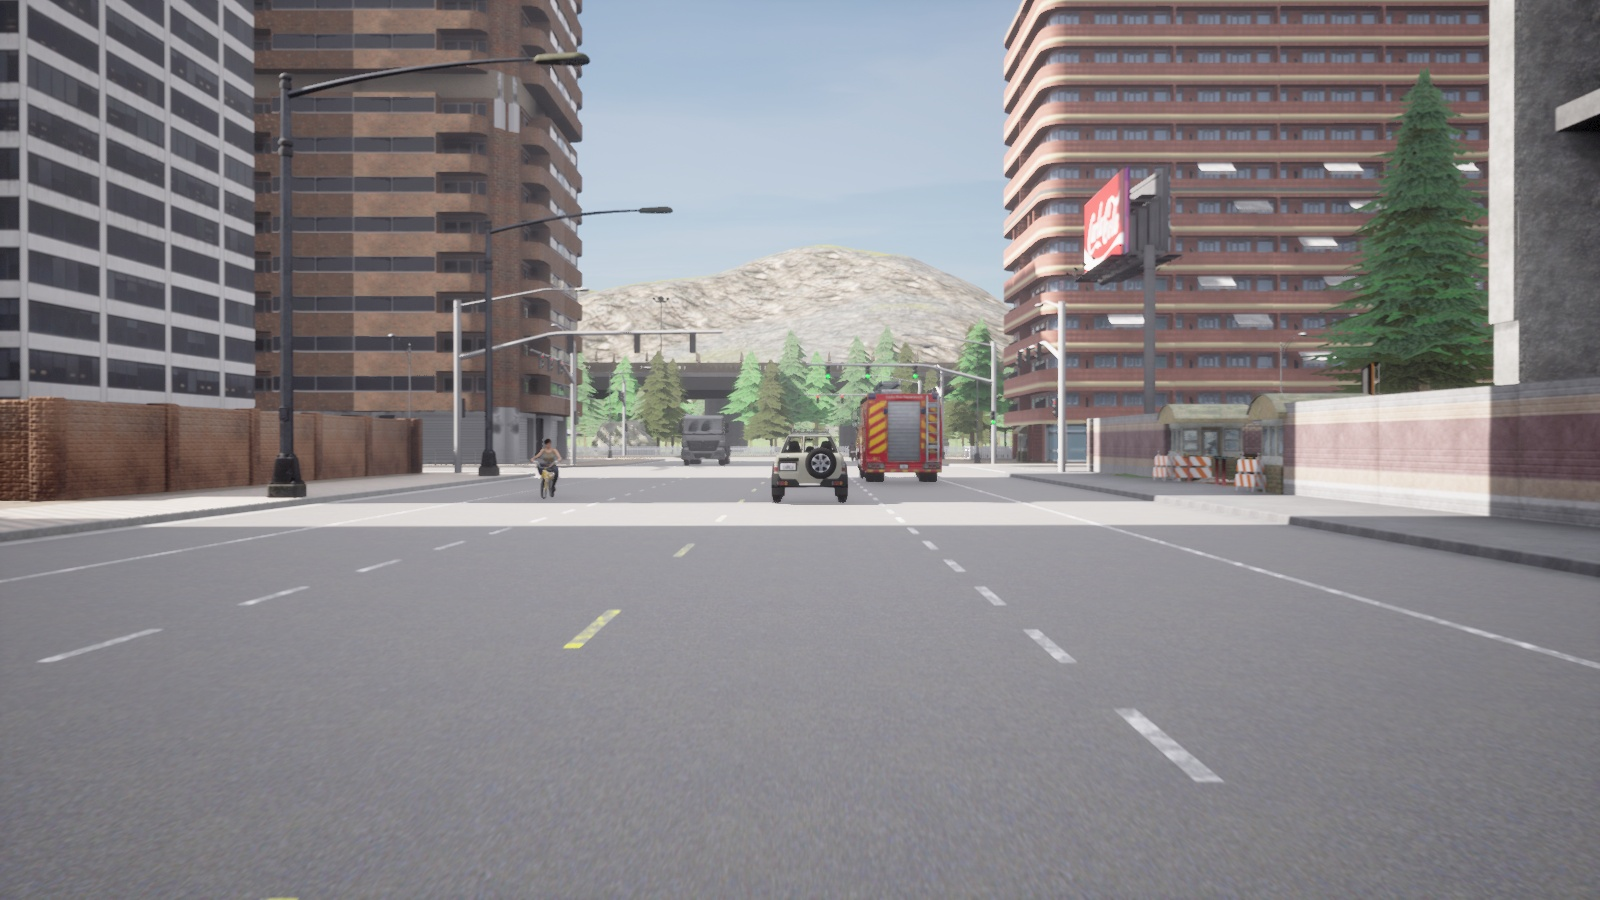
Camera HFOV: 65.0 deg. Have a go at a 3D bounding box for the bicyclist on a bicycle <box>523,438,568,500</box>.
[{"bbox_3d":[-6.743,0.489,33.356,0.866,1.612,1.509,0,0,1],"label":"bicyclist on a bicycle"}]

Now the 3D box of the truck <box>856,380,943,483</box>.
[{"bbox_3d":[3.879,-0.702,50.895,2.891,3.827,8.468,0,0,0],"label":"truck"}]

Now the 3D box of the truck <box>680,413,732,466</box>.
[{"bbox_3d":[-6.368,-0.726,86.186,2.891,3.462,7.936,0,0,0],"label":"truck"}]

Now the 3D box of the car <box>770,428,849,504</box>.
[{"bbox_3d":[0.248,0.378,32.872,1.932,1.855,4.605,0,0,0],"label":"car"}]
